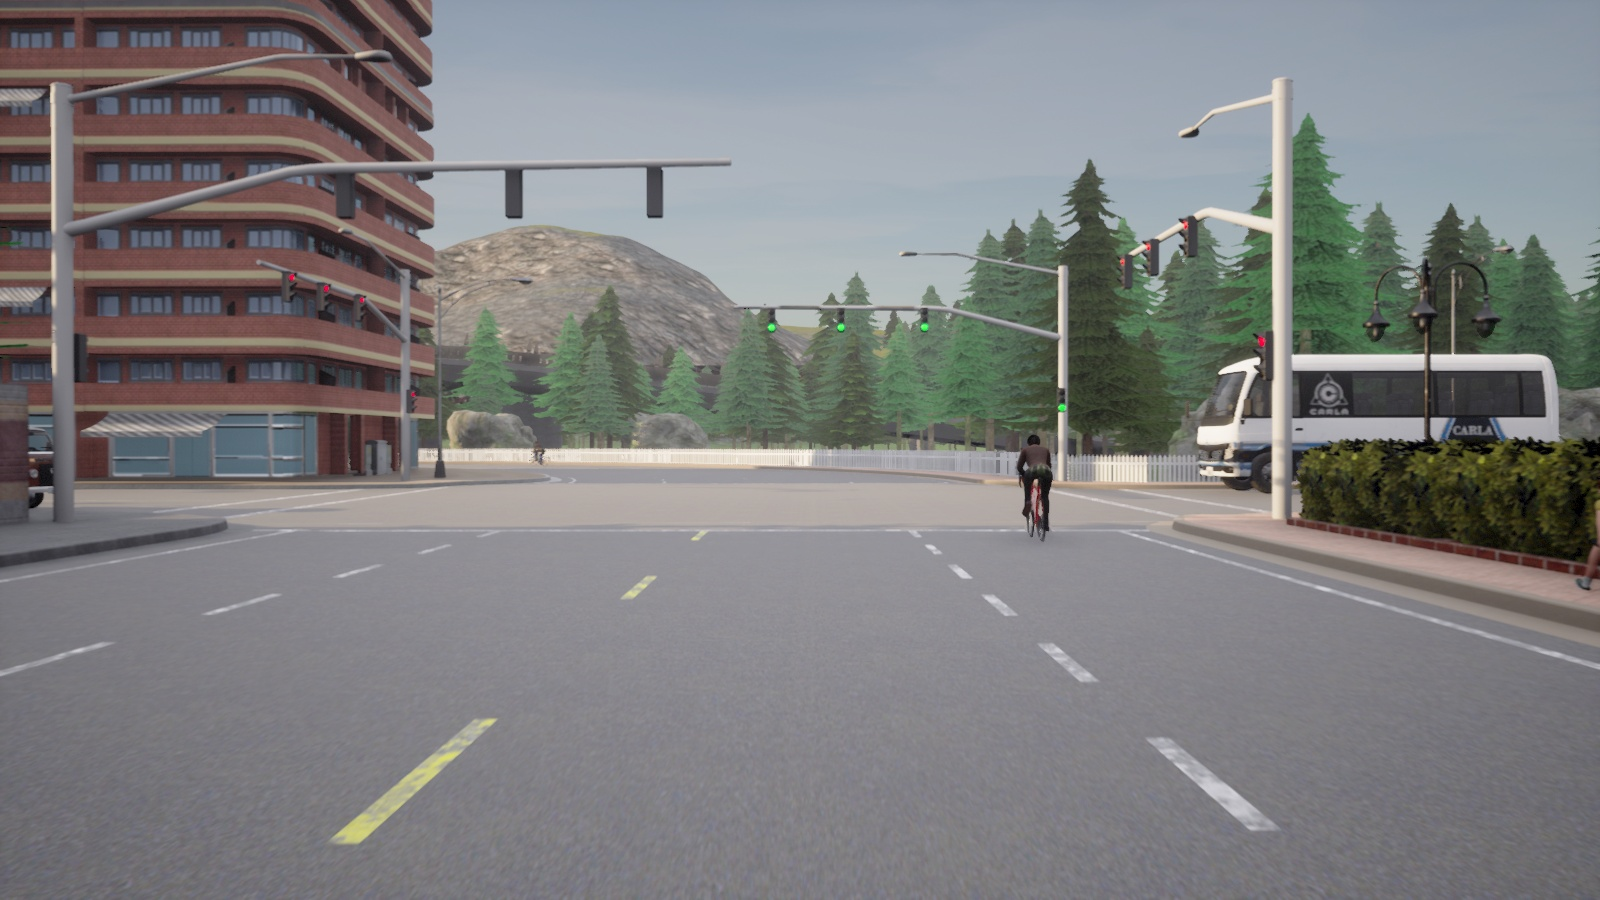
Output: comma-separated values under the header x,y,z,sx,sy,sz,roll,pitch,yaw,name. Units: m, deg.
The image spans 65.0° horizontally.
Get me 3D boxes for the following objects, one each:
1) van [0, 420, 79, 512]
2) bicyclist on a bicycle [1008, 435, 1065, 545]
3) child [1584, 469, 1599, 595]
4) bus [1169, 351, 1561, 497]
x,y,z,sx,sy,sz,roll,pitch,yaw,name
-19.315,0.348,28.694,4.480,2.038,2.069,0,0,1,van
3.637,0.593,19.376,0.582,1.620,1.656,0,0,1,bicyclist on a bicycle
7.173,0.724,11.075,0.255,1.110,0.394,0,0,-1,child
17.095,-0.779,38.713,10.273,4.253,3.944,0,0,1,bus
